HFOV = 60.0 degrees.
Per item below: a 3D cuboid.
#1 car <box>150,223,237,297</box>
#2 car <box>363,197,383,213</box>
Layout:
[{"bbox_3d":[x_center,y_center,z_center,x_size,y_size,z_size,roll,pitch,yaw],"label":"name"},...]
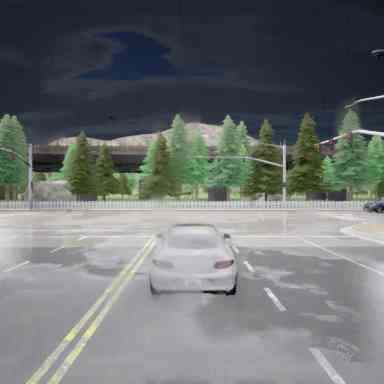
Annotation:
[{"bbox_3d":[0.035,1.526,8.489,1.812,1.442,4.674,0,0,0],"label":"car"},{"bbox_3d":[20.737,1.300,35.281,4.553,1.767,2.097,0,0,0],"label":"car"}]
